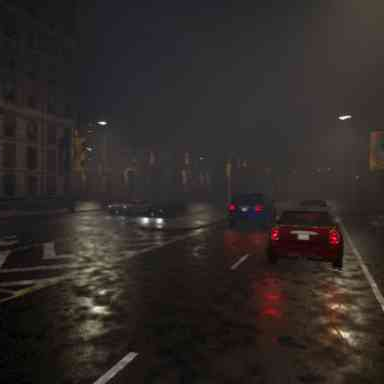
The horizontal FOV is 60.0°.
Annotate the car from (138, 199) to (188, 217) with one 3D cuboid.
[{"bbox_3d":[-2.056,1.298,27.934,2.033,1.411,5.357,1,1,21],"label":"car"}]

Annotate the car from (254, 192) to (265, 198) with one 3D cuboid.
[{"bbox_3d":[17.979,0.769,88.540,2.128,1.511,4.902,1,1,21],"label":"car"}]

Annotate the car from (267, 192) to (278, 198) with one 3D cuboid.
[{"bbox_3d":[21.239,0.814,87.265,2.128,1.511,4.902,1,1,21],"label":"car"}]

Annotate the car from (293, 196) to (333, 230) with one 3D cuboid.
[{"bbox_3d":[7.678,1.205,20.984,2.097,1.767,4.553,1,1,21],"label":"car"}]

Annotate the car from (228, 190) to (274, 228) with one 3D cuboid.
[{"bbox_3d":[3.881,1.038,20.865,2.150,2.045,5.566,1,1,22],"label":"car"}]

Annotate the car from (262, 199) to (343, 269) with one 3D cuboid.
[{"bbox_3d":[3.905,1.271,11.314,2.097,1.767,4.553,1,1,21],"label":"car"}]

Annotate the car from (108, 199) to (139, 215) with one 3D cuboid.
[{"bbox_3d":[-5.326,1.305,29.185,1.895,1.301,4.718,1,1,21],"label":"car"}]
